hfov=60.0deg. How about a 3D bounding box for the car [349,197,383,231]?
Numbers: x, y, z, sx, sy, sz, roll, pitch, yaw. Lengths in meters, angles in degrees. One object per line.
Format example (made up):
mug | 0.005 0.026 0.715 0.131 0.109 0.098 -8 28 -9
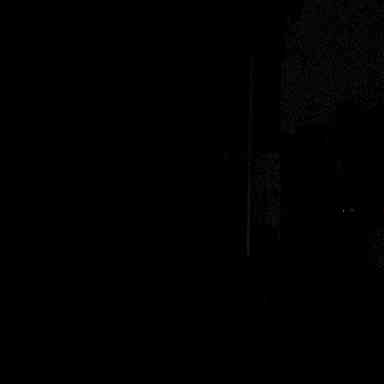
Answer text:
car | 12.103 1.329 19.295 2.150 2.045 5.566 2 -1 -36
